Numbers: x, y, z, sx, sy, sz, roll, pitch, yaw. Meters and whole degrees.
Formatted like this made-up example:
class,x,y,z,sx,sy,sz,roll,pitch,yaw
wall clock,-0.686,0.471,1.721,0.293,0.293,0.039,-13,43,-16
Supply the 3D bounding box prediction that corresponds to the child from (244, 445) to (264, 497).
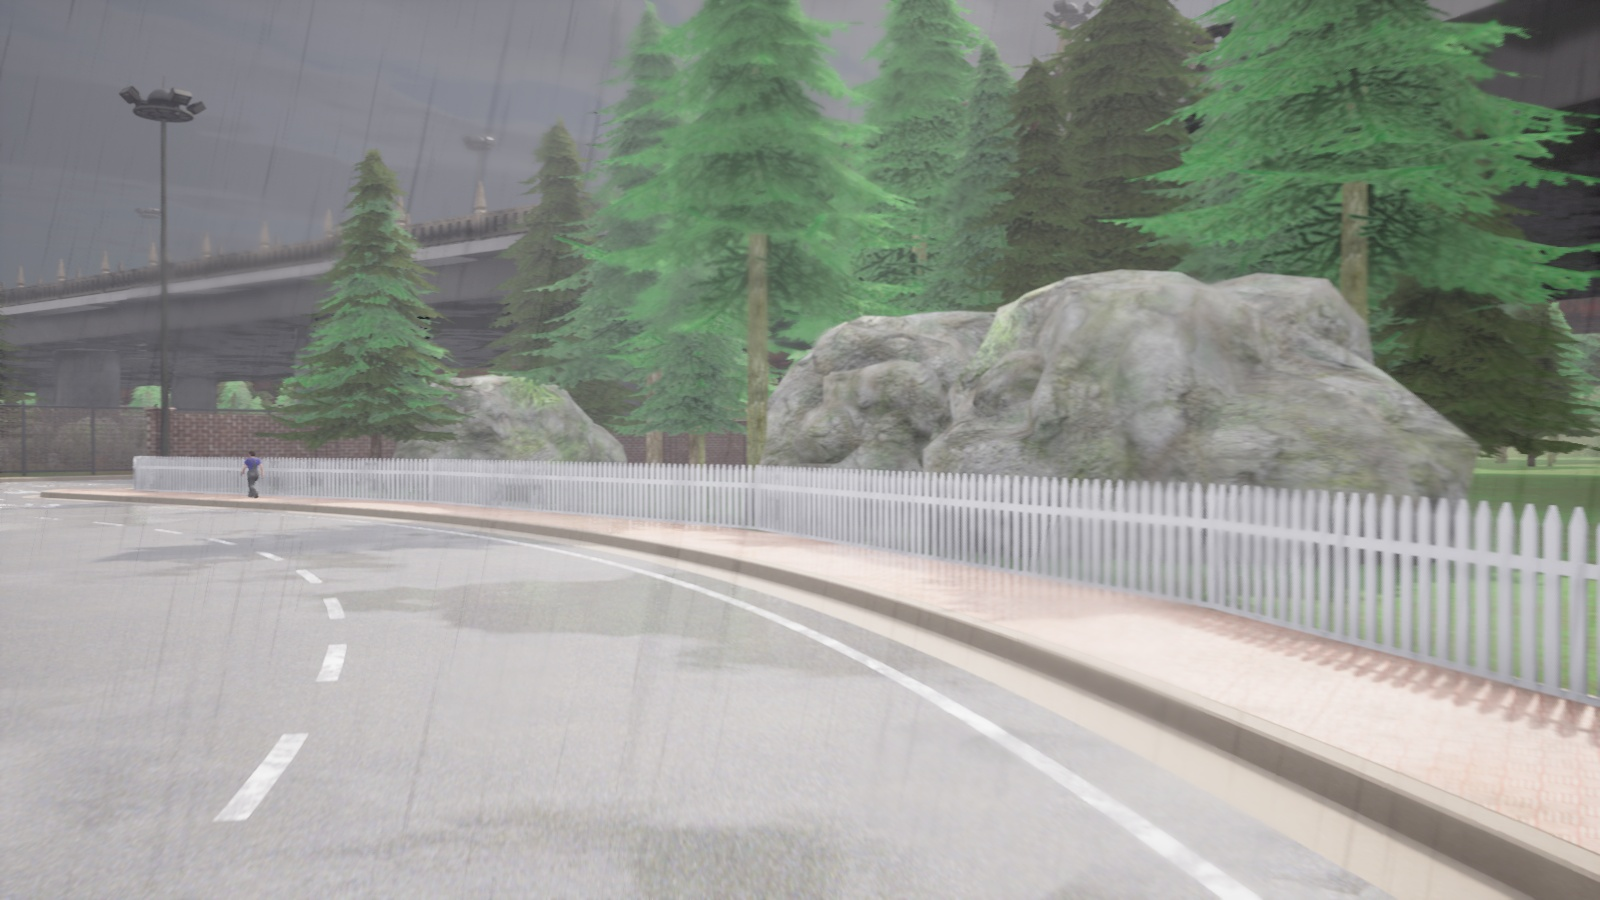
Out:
class,x,y,z,sx,sy,sz,roll,pitch,yaw
child,-13.489,0.509,31.001,0.437,1.263,0.270,0,0,37
